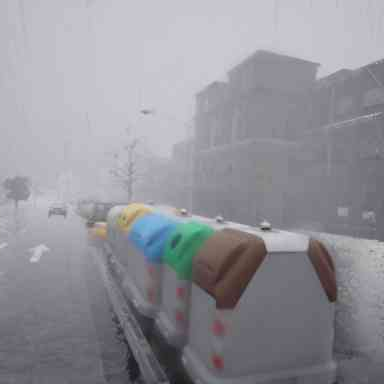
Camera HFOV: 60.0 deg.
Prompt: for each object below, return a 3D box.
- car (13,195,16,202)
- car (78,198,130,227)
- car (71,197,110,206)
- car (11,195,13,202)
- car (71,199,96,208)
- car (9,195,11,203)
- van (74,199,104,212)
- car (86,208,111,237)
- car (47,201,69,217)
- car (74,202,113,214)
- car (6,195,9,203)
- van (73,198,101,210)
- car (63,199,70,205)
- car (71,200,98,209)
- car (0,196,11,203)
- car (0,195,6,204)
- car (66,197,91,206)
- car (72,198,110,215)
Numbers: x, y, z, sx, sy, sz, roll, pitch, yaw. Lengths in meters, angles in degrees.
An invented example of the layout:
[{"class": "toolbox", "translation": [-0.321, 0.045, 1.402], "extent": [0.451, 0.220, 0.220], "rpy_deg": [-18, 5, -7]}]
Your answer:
[{"class": "car", "translation": [-47.353, 1.927, 81.927], "extent": [5.366, 1.575, 1.946], "rpy_deg": [3, -2, -43]}, {"class": "car", "translation": [-3.850, 1.713, 20.980], "extent": [5.566, 2.045, 2.435], "rpy_deg": [5, -3, -40]}, {"class": "car", "translation": [-11.308, 2.008, 40.668], "extent": [5.566, 2.045, 2.435], "rpy_deg": [5, -3, -41]}, {"class": "car", "translation": [-44.858, 1.871, 76.626], "extent": [5.008, 1.535, 2.097], "rpy_deg": [3, -2, -43]}, {"class": "car", "translation": [-24.251, 2.612, 74.404], "extent": [4.553, 1.767, 2.185], "rpy_deg": [5, -3, -42]}, {"class": "car", "translation": [-43.692, 1.867, 73.921], "extent": [4.792, 1.488, 2.163], "rpy_deg": [3, -2, -42]}, {"class": "van", "translation": [-17.770, 2.272, 57.471], "extent": [4.442, 1.987, 1.878], "rpy_deg": [5, -3, -41]}, {"class": "car", "translation": [-2.679, 1.916, 18.239], "extent": [5.366, 1.575, 1.946], "rpy_deg": [5, -3, -40]}, {"class": "car", "translation": [-14.973, 2.015, 37.098], "extent": [1.812, 1.442, 4.674], "rpy_deg": [3, -2, -20]}, {"class": "car", "translation": [-14.498, 2.383, 49.112], "extent": [5.008, 1.535, 2.097], "rpy_deg": [5, -3, -41]}, {"class": "car", "translation": [-42.596, 1.829, 71.135], "extent": [4.792, 1.488, 2.163], "rpy_deg": [3, -2, -42]}, {"class": "van", "translation": [-19.917, 2.352, 63.100], "extent": [4.442, 1.987, 1.878], "rpy_deg": [5, -3, -41]}, {"class": "car", "translation": [-19.003, 2.132, 47.631], "extent": [2.128, 1.511, 4.902], "rpy_deg": [3, -2, -20]}, {"class": "car", "translation": [-23.130, 2.702, 71.598], "extent": [4.892, 1.521, 2.231], "rpy_deg": [5, -3, -42]}, {"class": "car", "translation": [-46.056, 1.778, 79.329], "extent": [4.553, 1.767, 2.185], "rpy_deg": [3, -2, -43]}, {"class": "car", "translation": [-40.335, 1.727, 65.674], "extent": [5.008, 1.535, 2.097], "rpy_deg": [3, -2, -41]}, {"class": "car", "translation": [-30.060, 2.657, 88.334], "extent": [5.566, 2.045, 2.435], "rpy_deg": [5, -3, -44]}, {"class": "car", "translation": [-9.179, 1.927, 35.044], "extent": [5.566, 2.045, 2.435], "rpy_deg": [5, -3, -41]}]
